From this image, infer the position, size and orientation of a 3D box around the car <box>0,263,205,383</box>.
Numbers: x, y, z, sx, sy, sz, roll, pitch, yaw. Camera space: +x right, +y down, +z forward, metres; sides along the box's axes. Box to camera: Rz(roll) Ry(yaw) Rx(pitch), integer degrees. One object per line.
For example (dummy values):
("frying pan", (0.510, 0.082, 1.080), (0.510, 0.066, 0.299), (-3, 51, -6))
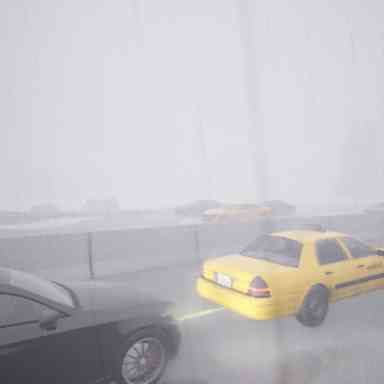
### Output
("car", (-2.305, 1.516, 3.535), (4.674, 1.442, 1.812), (0, 0, -35))

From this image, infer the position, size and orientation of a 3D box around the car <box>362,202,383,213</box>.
("car", (14.530, 1.413, 24.263), (4.892, 1.490, 1.837), (0, 0, -25))

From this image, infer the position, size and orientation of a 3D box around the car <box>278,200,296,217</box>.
("car", (6.504, 1.380, 28.084), (5.008, 1.535, 1.882), (0, 0, -27))

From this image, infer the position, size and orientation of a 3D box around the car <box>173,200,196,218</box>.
("car", (0.790, 1.382, 28.970), (5.008, 1.535, 1.882), (0, 0, -29))

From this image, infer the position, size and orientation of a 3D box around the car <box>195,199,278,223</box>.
("car", (3.029, 1.402, 22.210), (5.008, 1.535, 1.882), (0, 0, -29))

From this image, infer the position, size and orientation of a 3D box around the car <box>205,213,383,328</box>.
("car", (2.687, 1.430, 6.897), (5.366, 1.575, 1.801), (0, 0, -33))
